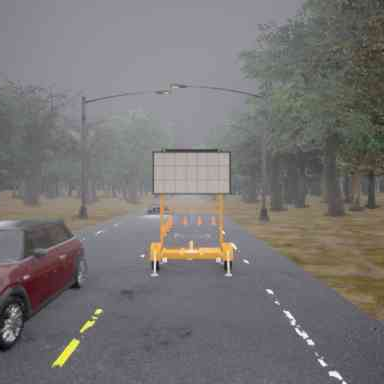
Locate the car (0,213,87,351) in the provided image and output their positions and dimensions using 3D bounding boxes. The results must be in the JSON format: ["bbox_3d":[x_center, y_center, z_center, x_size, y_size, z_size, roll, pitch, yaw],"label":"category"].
[{"bbox_3d":[-3.597,1.358,6.162,2.097,1.767,4.553,0,0,0],"label":"car"}]

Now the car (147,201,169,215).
[{"bbox_3d":[-3.481,1.612,34.660,1.994,1.385,4.181,0,0,0],"label":"car"}]

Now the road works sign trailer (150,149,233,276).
[{"bbox_3d":[-0.010,0.475,10.359,2.380,3.560,2.880,0,0,0],"label":"road works sign trailer"}]
